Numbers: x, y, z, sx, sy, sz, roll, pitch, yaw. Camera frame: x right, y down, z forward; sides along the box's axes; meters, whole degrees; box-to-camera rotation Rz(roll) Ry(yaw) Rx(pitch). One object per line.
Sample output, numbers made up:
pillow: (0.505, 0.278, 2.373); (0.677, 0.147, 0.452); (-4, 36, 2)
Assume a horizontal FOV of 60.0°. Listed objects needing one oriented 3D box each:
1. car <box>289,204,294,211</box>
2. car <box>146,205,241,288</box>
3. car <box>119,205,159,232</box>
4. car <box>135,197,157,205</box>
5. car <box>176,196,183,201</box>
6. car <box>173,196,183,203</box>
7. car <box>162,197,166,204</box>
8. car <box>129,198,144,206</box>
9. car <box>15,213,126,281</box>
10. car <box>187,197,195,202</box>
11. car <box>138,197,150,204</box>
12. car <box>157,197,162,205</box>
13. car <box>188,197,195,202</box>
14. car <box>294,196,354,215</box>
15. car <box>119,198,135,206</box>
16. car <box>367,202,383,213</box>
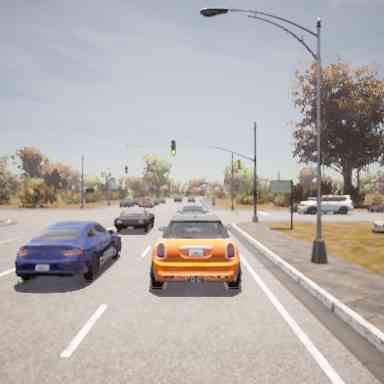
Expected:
car: (14.012, 1.706, 39.422); (4.892, 1.490, 1.837); (0, 0, 3)
car: (0.083, 1.400, 9.560); (2.097, 1.767, 4.553); (0, 0, 0)
car: (-3.438, 1.707, 20.753); (1.895, 1.301, 4.718); (0, 0, 0)
car: (-7.169, 1.621, 52.672); (2.097, 1.767, 4.553); (0, 0, -1)
car: (-3.632, 1.858, 94.785); (1.812, 1.442, 4.674); (0, 0, 0)
car: (-3.653, 1.923, 84.376); (1.837, 1.490, 4.892); (0, 0, 0)
car: (-7.143, 1.944, 76.759); (1.994, 1.385, 4.181); (0, 0, 0)
car: (-10.648, 1.889, 63.810); (1.994, 1.385, 4.181); (0, 0, 2)
car: (-3.417, 1.577, 9.900); (1.812, 1.442, 4.674); (0, 0, 0)
car: (-0.154, 1.984, 84.511); (1.994, 1.385, 4.181); (0, 0, 0)
car: (-10.637, 1.928, 73.557); (1.994, 1.385, 4.181); (0, 0, 0)
car: (-7.178, 1.916, 61.773); (1.895, 1.301, 4.718); (0, 0, 0)
car: (-0.133, 2.077, 94.549); (1.895, 1.301, 4.718); (0, 0, 0)
car: (14.399, 1.405, 35.896); (5.566, 2.045, 2.150); (0, 0, 3)
car: (-10.689, 1.785, 54.929); (1.837, 1.490, 4.892); (0, 0, 0)
car: (22.902, 1.755, 38.955); (4.181, 1.385, 1.994); (0, 0, 3)
